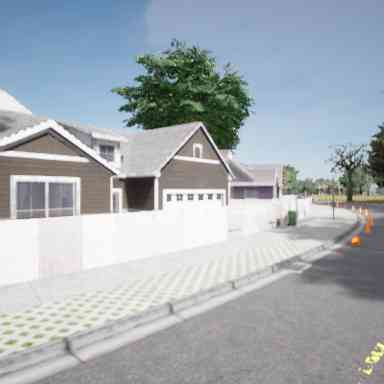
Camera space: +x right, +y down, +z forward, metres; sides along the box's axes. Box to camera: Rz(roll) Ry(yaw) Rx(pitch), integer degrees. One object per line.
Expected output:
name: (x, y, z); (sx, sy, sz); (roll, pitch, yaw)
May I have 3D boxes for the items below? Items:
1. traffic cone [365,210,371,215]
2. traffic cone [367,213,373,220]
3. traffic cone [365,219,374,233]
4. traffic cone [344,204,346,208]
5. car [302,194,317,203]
traffic cone: (14.228, 1.884, 26.550); (0.340, 0.580, 0.340); (0, 0, 26)
traffic cone: (11.995, 1.890, 22.229); (0.340, 0.580, 0.340); (0, 0, 29)
traffic cone: (9.529, 1.897, 18.036); (0.340, 0.580, 0.340); (0, 0, 32)
traffic cone: (20.702, 1.869, 44.858); (0.340, 0.580, 0.340); (0, 0, 13)
car: (24.102, 1.288, 68.912); (2.097, 1.767, 4.553); (0, 0, -4)
